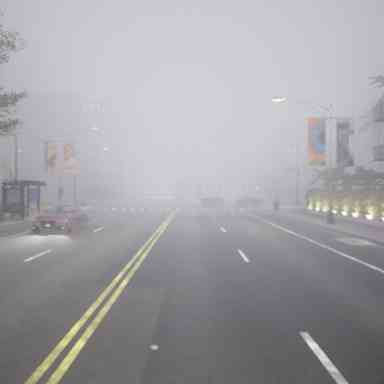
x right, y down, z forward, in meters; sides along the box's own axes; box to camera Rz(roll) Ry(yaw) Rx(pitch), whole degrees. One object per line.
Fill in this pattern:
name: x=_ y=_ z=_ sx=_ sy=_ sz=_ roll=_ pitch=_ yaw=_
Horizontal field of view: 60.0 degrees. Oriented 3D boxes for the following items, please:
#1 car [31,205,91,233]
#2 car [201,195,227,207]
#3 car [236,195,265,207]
car: x=-7.091 y=1.432 z=18.364 sx=1.994 sy=1.385 sz=4.181 roll=0 pitch=0 yaw=0
car: x=2.990 y=1.160 z=44.797 sx=1.882 sy=1.535 sz=5.008 roll=0 pitch=0 yaw=30
car: x=7.979 y=1.173 z=44.848 sx=4.902 sy=1.511 sz=2.128 roll=0 pitch=0 yaw=-43
